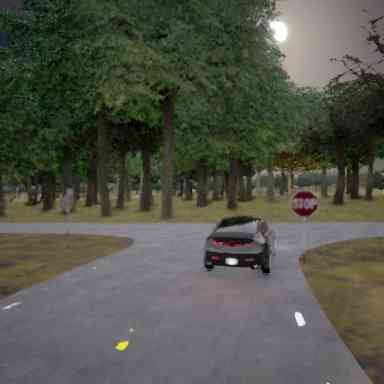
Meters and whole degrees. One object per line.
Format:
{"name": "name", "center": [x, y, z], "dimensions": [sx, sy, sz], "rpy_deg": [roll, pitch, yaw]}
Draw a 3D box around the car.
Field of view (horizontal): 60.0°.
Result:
{"name": "car", "center": [1.696, 1.533, 10.797], "dimensions": [1.837, 1.490, 4.892], "rpy_deg": [0, 0, 16]}
